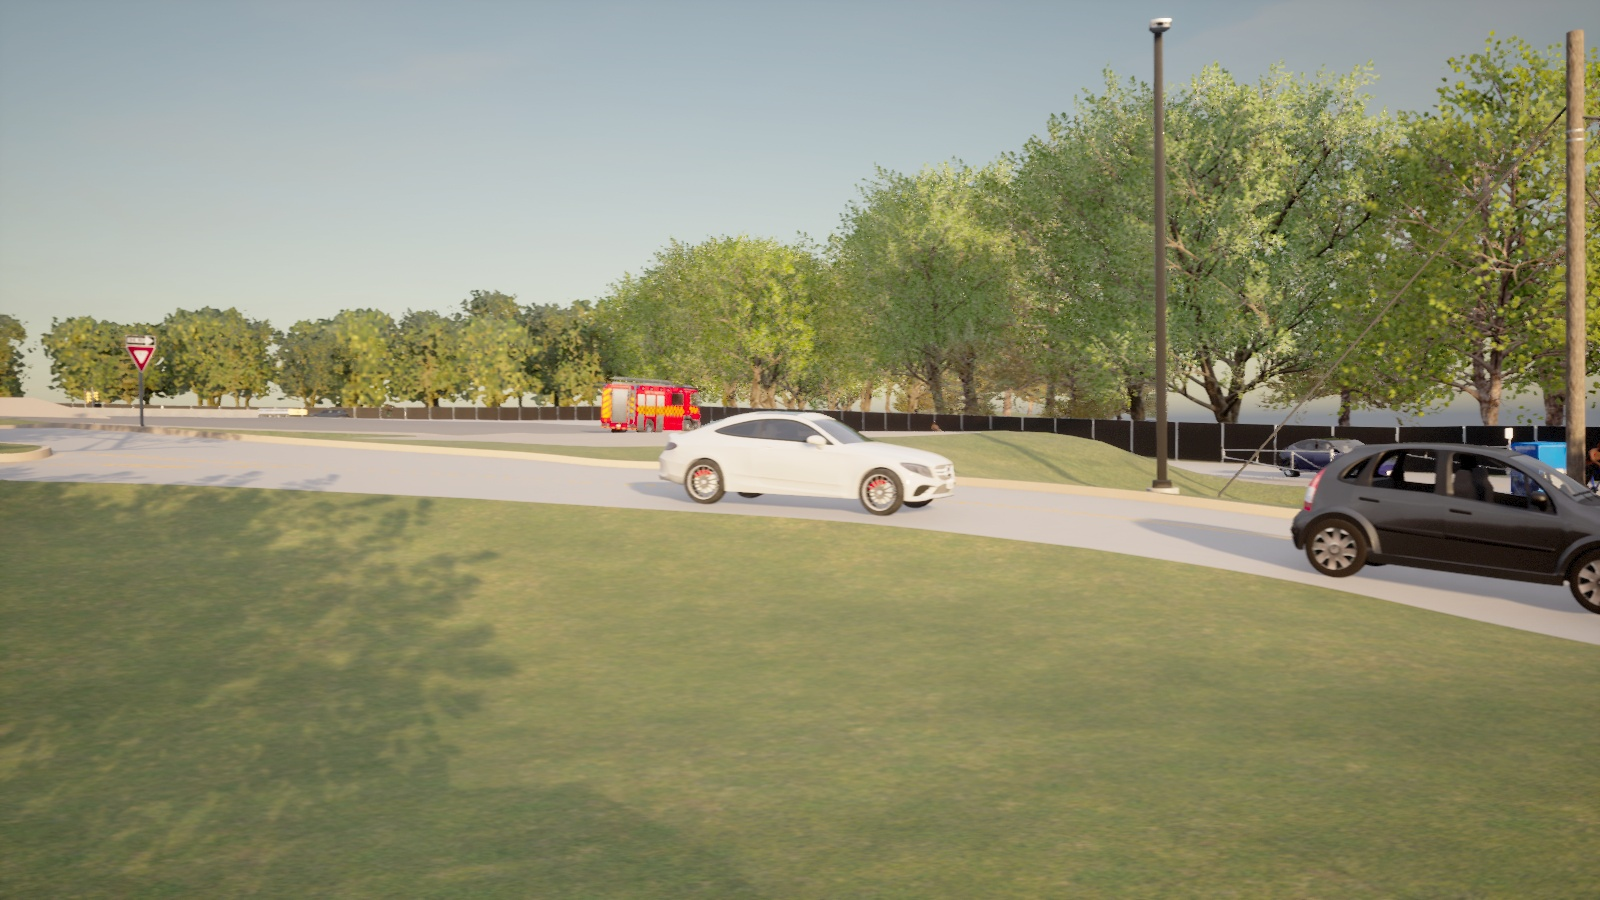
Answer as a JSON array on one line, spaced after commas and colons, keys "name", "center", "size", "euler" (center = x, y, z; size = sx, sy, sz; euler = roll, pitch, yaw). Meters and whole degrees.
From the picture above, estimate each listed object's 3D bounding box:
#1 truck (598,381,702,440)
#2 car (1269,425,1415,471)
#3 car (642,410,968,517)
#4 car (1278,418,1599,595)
[{"name": "truck", "center": [-10.230, -2.703, 86.690], "size": [2.891, 3.827, 8.468], "euler": [2, 2, 26]}, {"name": "car", "center": [19.646, -0.113, 45.802], "size": [2.163, 1.488, 4.792], "euler": [-3, 2, -20]}, {"name": "car", "center": [0.065, 0.138, 19.397], "size": [4.674, 1.442, 1.812], "euler": [1, 3, 23]}, {"name": "car", "center": [7.805, 0.555, 14.268], "size": [3.988, 1.617, 1.851], "euler": [5, 5, 40]}]
